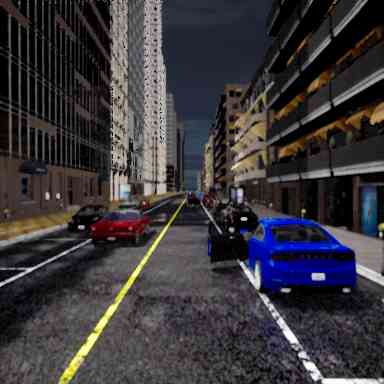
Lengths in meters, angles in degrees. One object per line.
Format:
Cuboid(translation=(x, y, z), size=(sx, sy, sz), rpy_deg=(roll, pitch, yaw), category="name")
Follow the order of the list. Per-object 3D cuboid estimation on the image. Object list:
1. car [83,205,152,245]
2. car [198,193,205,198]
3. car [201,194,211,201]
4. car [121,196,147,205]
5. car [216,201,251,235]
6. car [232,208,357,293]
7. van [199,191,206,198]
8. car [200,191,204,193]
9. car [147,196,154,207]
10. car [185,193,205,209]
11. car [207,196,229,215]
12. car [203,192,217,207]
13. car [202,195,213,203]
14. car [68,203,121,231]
Cuboid(translation=(-3.099, 1.482, 15.027), size=(1.895, 1.301, 4.718), rpy_deg=(0, 0, 0), category="car")
Cuboid(translation=(2.701, 0.892, 92.701), size=(1.947, 1.339, 4.313), rpy_deg=(0, 0, 0), category="car")
Cuboid(translation=(2.698, 1.098, 64.460), size=(1.802, 1.307, 4.206), rpy_deg=(0, 0, 0), category="car")
Cuboid(translation=(-5.686, 1.314, 30.569), size=(2.008, 1.369, 4.403), rpy_deg=(0, 0, 0), category="car")
Cuboid(translation=(2.693, 1.414, 19.272), size=(1.947, 1.339, 4.313), rpy_deg=(0, 0, 0), category="car")
Cuboid(translation=(2.361, 1.408, 8.685), size=(1.882, 1.535, 5.008), rpy_deg=(0, 0, 0), category="car")
Cuboid(translation=(2.700, 0.704, 87.051), size=(1.690, 1.788, 3.998), rpy_deg=(0, 0, 0), category="van")
Cuboid(translation=(2.697, 0.913, 53.161), size=(2.192, 1.841, 5.009), rpy_deg=(0, 0, 0), category="car")
Cuboid(translation=(-5.686, 1.162, 36.218), size=(1.967, 1.590, 4.097), rpy_deg=(0, 0, 0), category="car")
Cuboid(translation=(0.094, 1.184, 40.071), size=(2.128, 1.511, 4.902), rpy_deg=(0, 0, 0), category="car")
Cuboid(translation=(2.694, 1.314, 30.569), size=(2.008, 1.369, 4.403), rpy_deg=(0, 0, 0), category="car")
Cuboid(translation=(2.695, 1.120, 41.864), size=(1.967, 1.590, 4.097), rpy_deg=(0, 0, 0), category="car")
Cuboid(translation=(2.697, 1.139, 58.811), size=(1.802, 1.307, 4.206), rpy_deg=(0, 0, 0), category="car")
Cuboid(translation=(-5.688, 1.414, 19.273), size=(1.947, 1.339, 4.313), rpy_deg=(0, 0, 0), category="car")
